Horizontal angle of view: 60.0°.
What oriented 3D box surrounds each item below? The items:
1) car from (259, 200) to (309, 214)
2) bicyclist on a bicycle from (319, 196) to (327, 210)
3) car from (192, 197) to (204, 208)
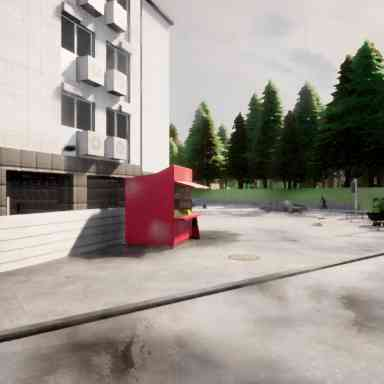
[{"bbox_3d":[9.564,1.547,35.121,2.033,1.411,5.357,0,0,-35],"label":"car"},{"bbox_3d":[15.990,1.349,40.578,1.656,1.620,0.582,0,0,-35],"label":"bicyclist on a bicycle"},{"bbox_3d":[-0.080,1.526,48.735,1.812,1.442,4.674,0,0,-35],"label":"car"}]
